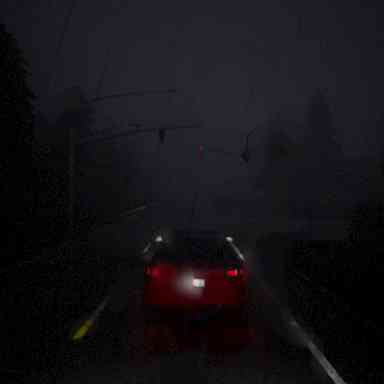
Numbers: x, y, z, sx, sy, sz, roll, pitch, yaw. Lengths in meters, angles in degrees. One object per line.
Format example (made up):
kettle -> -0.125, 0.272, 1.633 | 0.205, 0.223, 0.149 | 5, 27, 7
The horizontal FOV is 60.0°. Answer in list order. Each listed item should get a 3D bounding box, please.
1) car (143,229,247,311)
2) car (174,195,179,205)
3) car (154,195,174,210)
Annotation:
car -> 0.056, 1.555, 7.815 | 1.994, 1.385, 4.181 | 0, 0, 0
car -> -3.721, 1.461, 59.060 | 1.812, 1.442, 4.674 | 0, 0, 0
car -> -3.706, 1.456, 43.113 | 1.837, 1.490, 4.892 | 0, 1, 0
